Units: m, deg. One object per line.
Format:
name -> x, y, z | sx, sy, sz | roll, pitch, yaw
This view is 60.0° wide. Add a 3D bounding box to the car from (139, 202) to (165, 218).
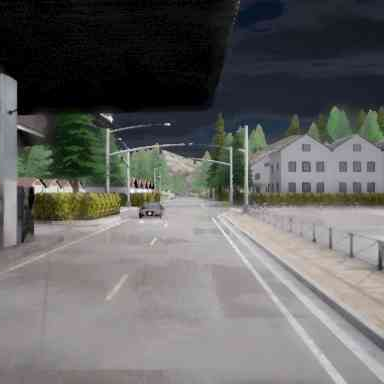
car -> -3.502, 1.582, 29.540 | 1.994, 1.385, 4.181 | 0, 1, 0
